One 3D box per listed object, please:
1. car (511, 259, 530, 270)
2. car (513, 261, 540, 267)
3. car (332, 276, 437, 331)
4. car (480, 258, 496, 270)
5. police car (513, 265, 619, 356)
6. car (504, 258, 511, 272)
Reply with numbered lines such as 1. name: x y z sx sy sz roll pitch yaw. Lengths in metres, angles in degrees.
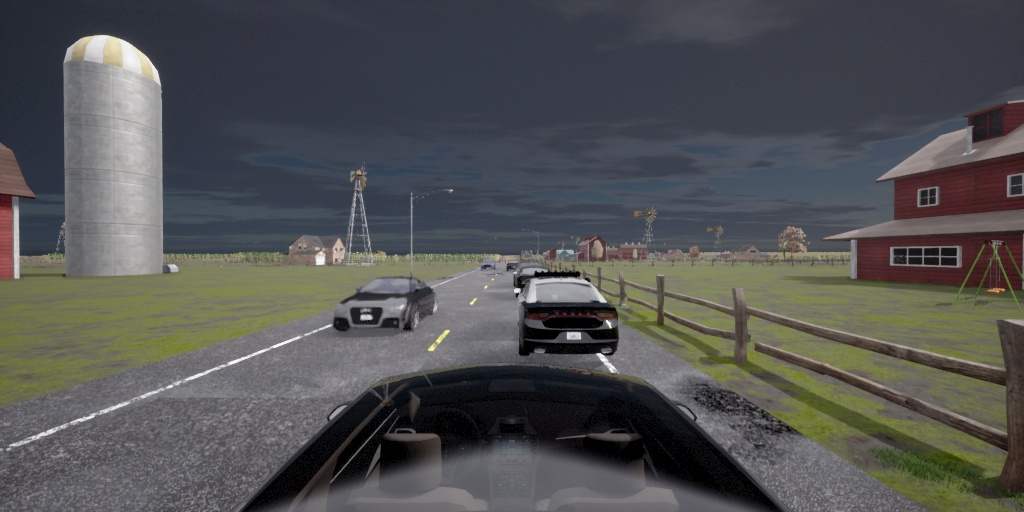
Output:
1. car: 1.137 1.109 24.633 2.097 1.767 4.553 0 0 0
2. car: 1.116 1.231 18.662 1.882 1.535 5.008 0 0 0
3. car: -3.564 1.314 10.765 1.994 1.385 4.181 0 0 0
4. car: -3.404 1.148 52.233 2.097 1.767 4.553 0 0 0
5. police car: 1.079 1.175 8.771 1.930 1.638 5.238 0 0 0
6. car: 0.230 1.267 48.316 1.882 1.535 5.008 0 0 0
